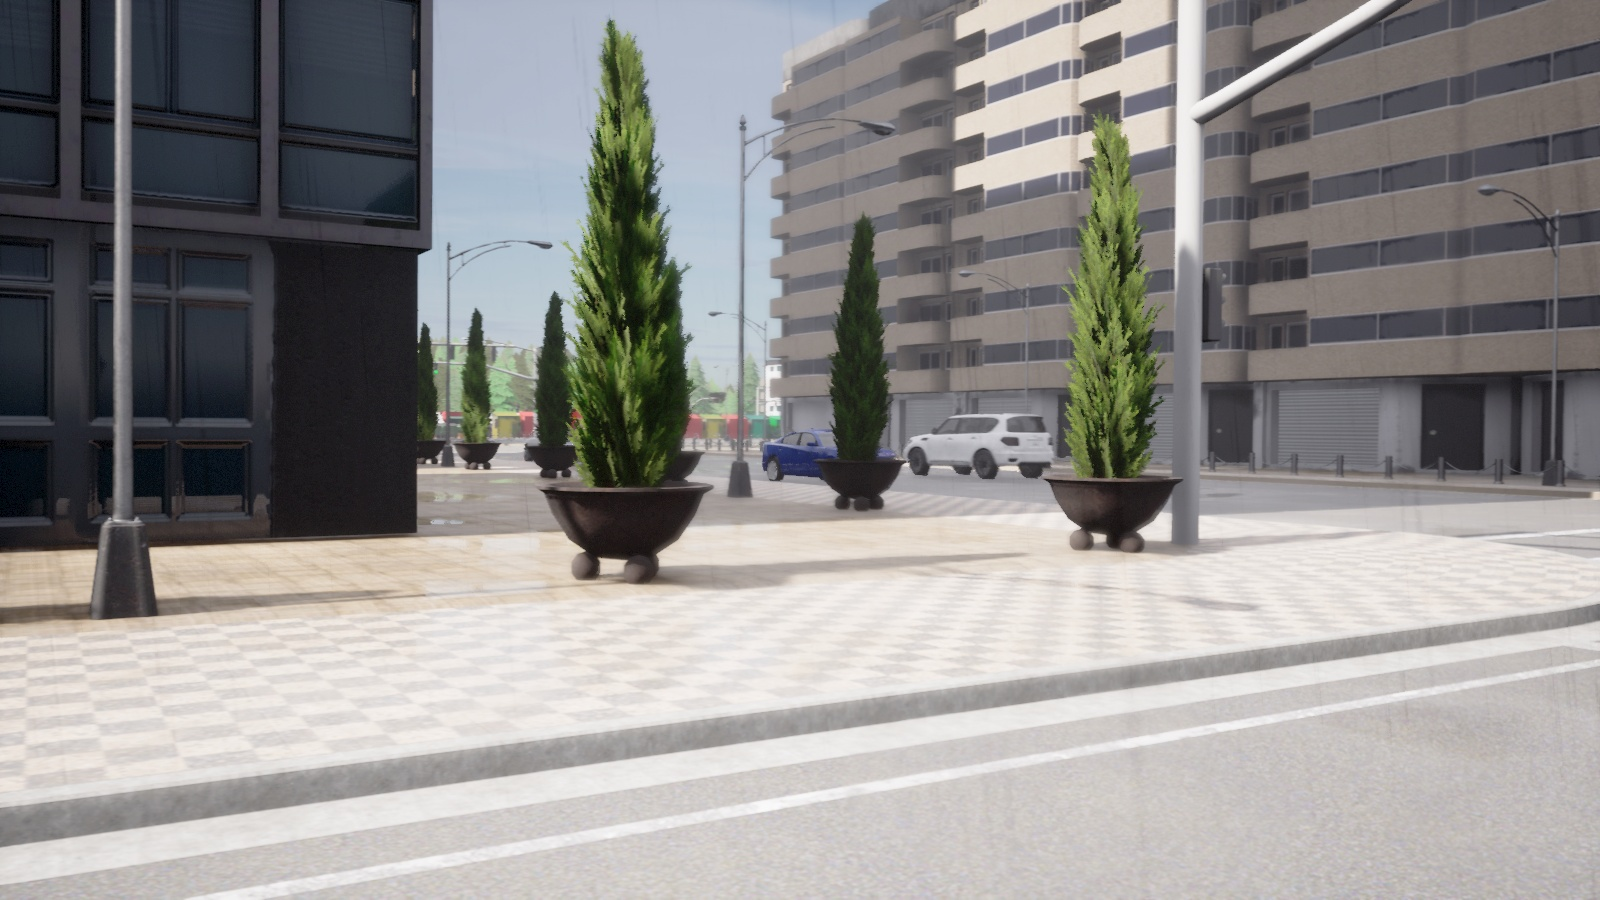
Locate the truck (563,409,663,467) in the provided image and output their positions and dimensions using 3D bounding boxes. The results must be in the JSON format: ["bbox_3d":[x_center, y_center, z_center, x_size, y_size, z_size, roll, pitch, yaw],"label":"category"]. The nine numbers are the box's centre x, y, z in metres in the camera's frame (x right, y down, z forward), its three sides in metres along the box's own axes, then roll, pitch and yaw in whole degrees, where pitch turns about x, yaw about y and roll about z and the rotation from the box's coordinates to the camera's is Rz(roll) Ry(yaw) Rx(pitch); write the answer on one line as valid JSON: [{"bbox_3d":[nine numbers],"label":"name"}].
[{"bbox_3d":[-8.559,-0.566,57.011,2.627,2.467,5.204,-1,1,-31],"label":"truck"}]

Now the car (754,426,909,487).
[{"bbox_3d":[0.777,0.140,34.892,1.882,1.535,5.008,-1,1,-31],"label":"car"}]

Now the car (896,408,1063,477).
[{"bbox_3d":[5.644,-0.270,40.350,2.150,2.045,5.566,-1,1,-33],"label":"car"}]

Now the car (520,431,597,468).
[{"bbox_3d":[-10.250,-0.028,53.068,1.970,1.475,3.806,-1,1,-31],"label":"car"}]
